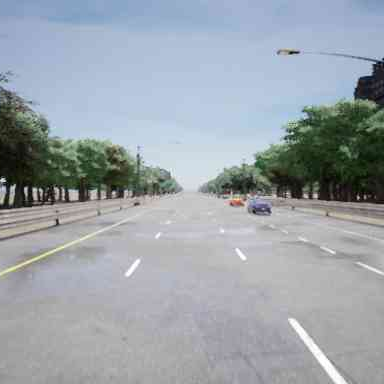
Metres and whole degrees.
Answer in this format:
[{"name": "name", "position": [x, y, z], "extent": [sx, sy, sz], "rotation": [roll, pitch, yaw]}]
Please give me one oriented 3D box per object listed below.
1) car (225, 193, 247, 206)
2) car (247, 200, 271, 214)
[{"name": "car", "position": [7.055, 1.330, 54.002], "extent": [2.097, 1.767, 4.553], "rotation": [0, 0, 0]}, {"name": "car", "position": [7.030, 1.522, 34.982], "extent": [1.812, 1.442, 4.674], "rotation": [0, 0, 0]}]
